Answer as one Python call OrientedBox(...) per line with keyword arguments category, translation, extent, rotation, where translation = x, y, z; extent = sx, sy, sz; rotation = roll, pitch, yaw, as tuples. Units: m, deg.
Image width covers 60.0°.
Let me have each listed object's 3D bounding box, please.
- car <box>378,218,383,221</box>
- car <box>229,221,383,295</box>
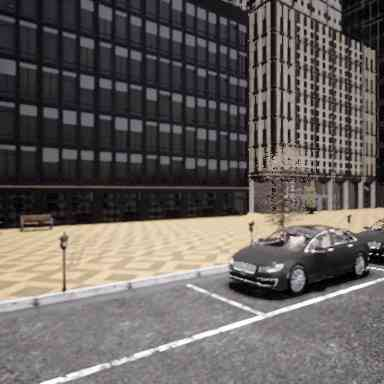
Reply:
OrientedBox(category="car", translation=(7.410, 1.573, 11.847), extent=(4.403, 1.369, 2.008), rotation=(0, 0, -35))
OrientedBox(category="car", translation=(2.912, 1.563, 8.640), extent=(4.403, 1.369, 2.008), rotation=(0, 0, -35))
